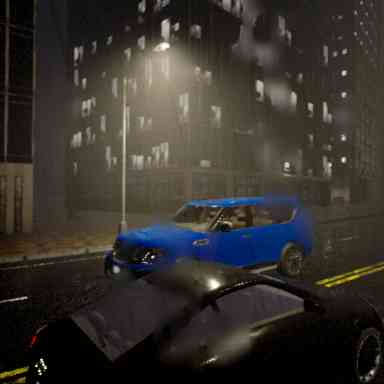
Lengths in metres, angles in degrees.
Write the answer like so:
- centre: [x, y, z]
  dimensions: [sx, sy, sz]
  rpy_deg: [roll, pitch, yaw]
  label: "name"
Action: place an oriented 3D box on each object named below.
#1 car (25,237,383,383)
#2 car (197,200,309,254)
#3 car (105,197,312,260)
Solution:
- centre: [0.413, 1.545, 3.835]
  dimensions: [4.181, 1.385, 1.994]
  rpy_deg: [-1, 0, -36]
  label: "car"
- centre: [2.658, 1.267, 13.905]
  dimensions: [4.553, 1.767, 2.097]
  rpy_deg: [-1, 0, -38]
  label: "car"
- centre: [0.707, 1.179, 8.293]
  dimensions: [5.566, 2.045, 2.150]
  rpy_deg: [-1, 0, -37]
  label: "car"
